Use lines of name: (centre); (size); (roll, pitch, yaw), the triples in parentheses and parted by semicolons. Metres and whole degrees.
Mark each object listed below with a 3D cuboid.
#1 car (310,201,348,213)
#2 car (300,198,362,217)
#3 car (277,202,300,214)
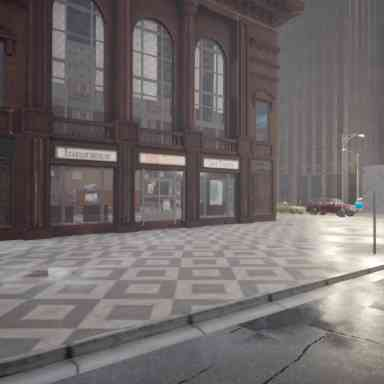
car: (17.670, 1.899, 43.116); (1.802, 1.307, 4.206); (-1, 0, -35)
car: (13.953, 1.523, 33.598); (2.192, 1.841, 5.009); (0, 0, -35)
car: (10.809, 1.800, 38.052); (1.752, 1.417, 4.829); (0, 0, -35)
